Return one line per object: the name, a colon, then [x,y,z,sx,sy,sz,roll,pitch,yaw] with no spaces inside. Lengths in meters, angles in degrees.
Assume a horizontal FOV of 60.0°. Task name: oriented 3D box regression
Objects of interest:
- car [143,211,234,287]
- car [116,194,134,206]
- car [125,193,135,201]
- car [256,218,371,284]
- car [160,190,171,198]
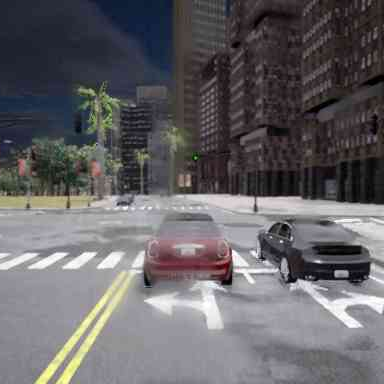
car: [-0.115,1.360,9.557,2.097,1.767,4.553,0,0,-1]
car: [-9.877,1.275,48.592,1.994,1.385,4.181,0,1,-8]
car: [-12.752,1.034,68.090,1.994,1.385,4.181,0,1,-10]
car: [3.153,1.511,9.556,1.837,1.490,4.892,0,0,-1]
car: [-7.137,0.456,89.148,2.150,2.045,5.566,0,1,-13]
